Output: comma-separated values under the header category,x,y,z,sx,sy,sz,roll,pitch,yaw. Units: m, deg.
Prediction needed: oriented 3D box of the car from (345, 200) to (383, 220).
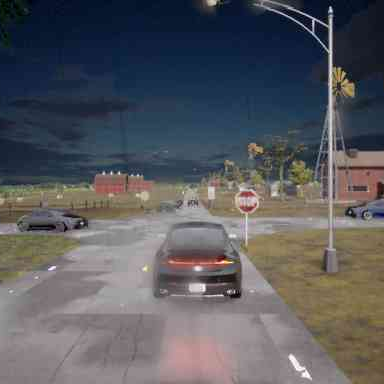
category,x,y,z,sx,sy,sz,roll,pitch,yaw
car,13.532,1.267,24.345,4.181,1.385,1.994,-1,1,-2

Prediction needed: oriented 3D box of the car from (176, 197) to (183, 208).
category,x,y,z,sx,sy,sz,roll,pitch,yaw
car,-2.771,1.688,47.117,1.994,1.385,4.181,0,0,0

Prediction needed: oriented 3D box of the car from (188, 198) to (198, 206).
category,x,y,z,sx,sy,sz,roll,pitch,yaw
car,0.180,1.788,62.498,1.812,1.442,4.674,0,-1,0

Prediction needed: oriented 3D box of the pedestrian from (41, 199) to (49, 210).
category,x,y,z,sx,sy,sz,roll,pitch,yaw
pedestrian,-12.120,1.465,27.530,0.375,1.860,0.375,0,2,0

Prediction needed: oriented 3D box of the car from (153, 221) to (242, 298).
category,x,y,z,sx,sy,sz,roll,pitch,yaw
car,0.139,1.507,8.506,1.837,1.490,4.892,0,0,1

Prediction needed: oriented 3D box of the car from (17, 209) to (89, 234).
category,x,y,z,sx,sy,sz,roll,pitch,yaw
car,-8.590,1.759,20.632,4.181,1.385,1.994,-1,1,15

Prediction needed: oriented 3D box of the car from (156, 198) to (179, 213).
category,x,y,z,sx,sy,sz,roll,pitch,yaw
car,-2.830,1.667,37.159,1.895,1.301,4.718,0,0,1

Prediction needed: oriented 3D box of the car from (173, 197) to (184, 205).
category,x,y,z,sx,sy,sz,roll,pitch,yaw
car,-2.688,1.815,67.618,2.128,1.511,4.902,0,-1,1
